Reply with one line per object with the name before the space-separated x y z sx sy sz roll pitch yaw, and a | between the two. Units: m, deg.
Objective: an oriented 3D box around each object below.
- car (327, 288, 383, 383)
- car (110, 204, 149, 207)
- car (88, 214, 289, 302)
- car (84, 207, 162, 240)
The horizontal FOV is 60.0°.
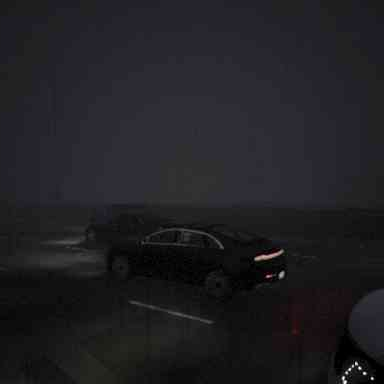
car | 3.567 1.205 1.449 5.566 2.045 2.150 0 0 36
car | -4.167 1.476 19.864 4.553 1.767 2.097 -1 0 35
car | -0.093 1.533 8.358 4.902 1.511 2.128 -1 0 36
car | -2.661 1.594 14.490 4.892 1.490 1.837 0 0 36
